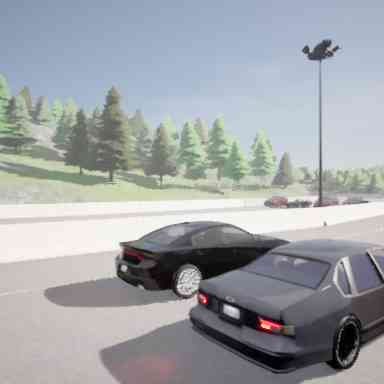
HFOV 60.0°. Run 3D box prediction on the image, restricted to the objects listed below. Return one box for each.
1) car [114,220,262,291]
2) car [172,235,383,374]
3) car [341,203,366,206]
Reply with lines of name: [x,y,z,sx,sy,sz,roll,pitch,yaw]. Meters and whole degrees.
car: [0.514,1.477,8.624,5.008,1.535,1.882,0,0,-37]
car: [2.495,1.541,5.699,5.357,1.411,2.033,0,0,-37]
car: [19.924,1.418,40.825,1.882,1.535,5.008,0,0,43]
